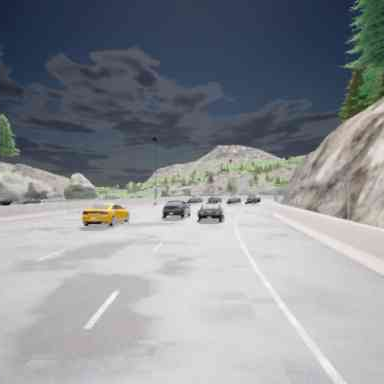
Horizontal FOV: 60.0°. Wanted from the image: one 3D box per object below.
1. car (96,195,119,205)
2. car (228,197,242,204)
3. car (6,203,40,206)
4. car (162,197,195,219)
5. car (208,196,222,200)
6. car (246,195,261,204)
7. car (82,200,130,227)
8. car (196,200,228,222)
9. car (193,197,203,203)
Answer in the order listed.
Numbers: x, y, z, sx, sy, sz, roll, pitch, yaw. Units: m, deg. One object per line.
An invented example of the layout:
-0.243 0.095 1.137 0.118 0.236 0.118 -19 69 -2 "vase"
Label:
-15.364 1.388 60.816 2.097 1.767 4.553 0 0 18 "car"
8.232 1.583 64.115 1.994 1.385 4.181 0 0 22 "car"
-22.991 1.488 46.327 2.128 1.511 4.902 0 0 13 "car"
-1.285 1.511 29.380 1.837 1.490 4.892 -1 0 9 "car"
4.521 1.508 64.309 2.128 1.511 4.902 0 0 21 "car"
11.828 1.372 63.712 2.097 1.767 4.553 0 0 22 "car"
-5.738 1.479 22.790 1.882 1.535 5.008 0 0 7 "car"
1.637 1.608 26.774 1.895 1.301 4.718 0 0 9 "car"
0.763 1.579 64.213 1.994 1.385 4.181 0 0 21 "car"
